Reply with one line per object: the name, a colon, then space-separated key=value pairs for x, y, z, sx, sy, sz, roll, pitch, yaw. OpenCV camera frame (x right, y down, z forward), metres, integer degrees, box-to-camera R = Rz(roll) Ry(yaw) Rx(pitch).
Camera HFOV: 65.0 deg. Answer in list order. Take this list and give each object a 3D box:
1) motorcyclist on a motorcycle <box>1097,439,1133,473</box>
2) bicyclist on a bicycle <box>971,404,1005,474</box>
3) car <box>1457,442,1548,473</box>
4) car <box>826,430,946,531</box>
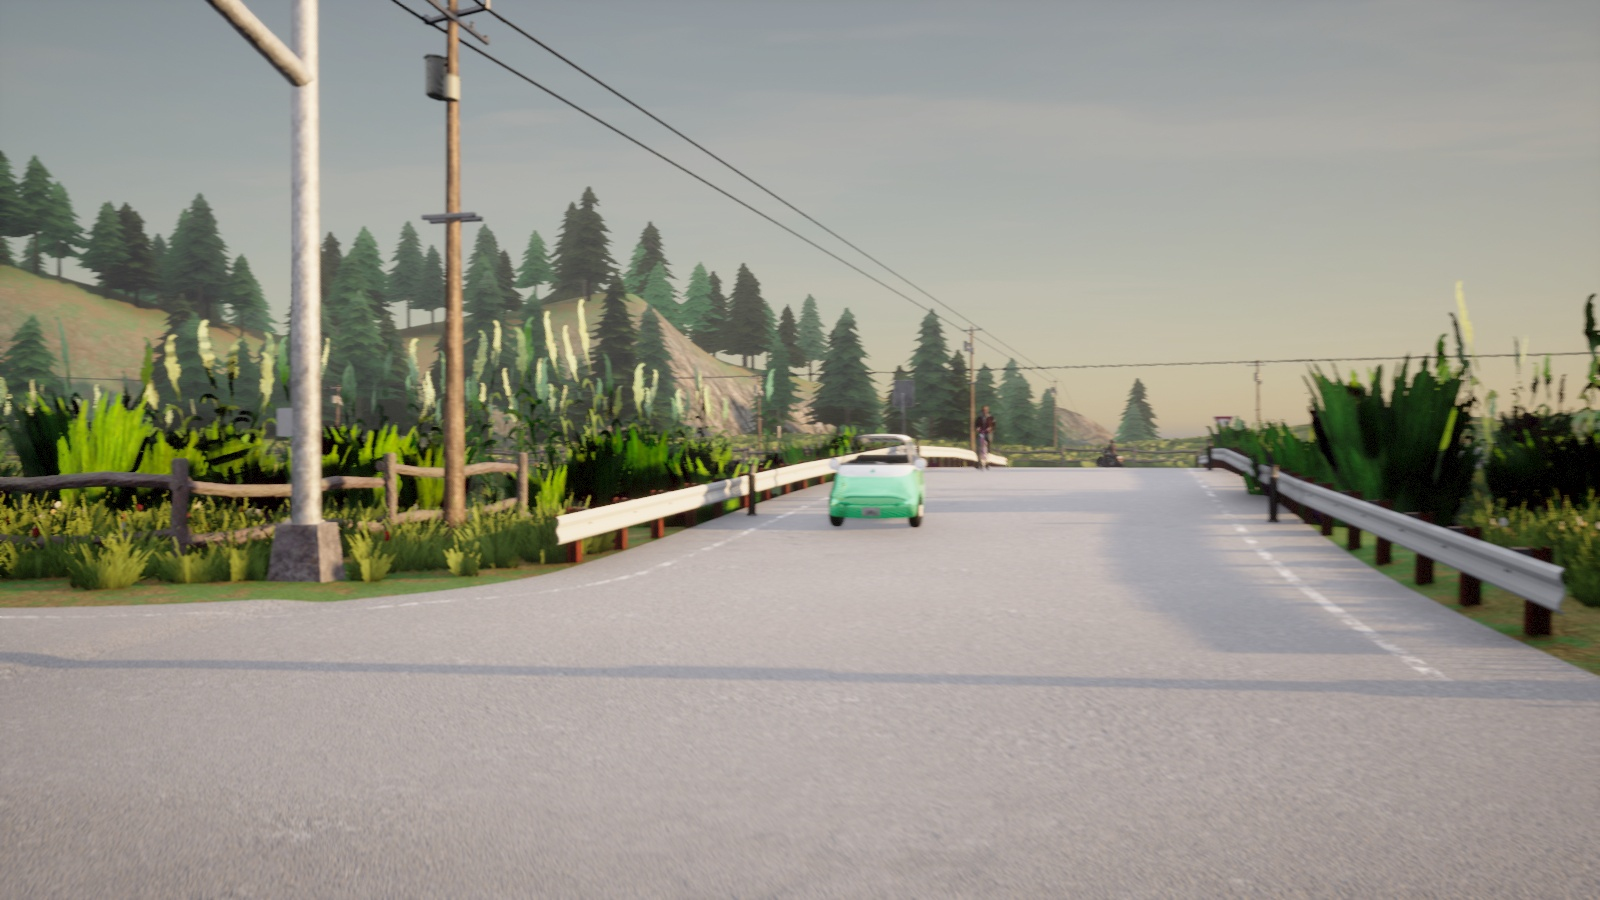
motorcyclist on a motorcycle: x=16.063 y=0.301 z=64.143 sx=0.766 sy=1.649 sz=2.350 roll=-1 pitch=0 yaw=-13
bicyclist on a bicycle: x=4.927 y=-0.284 z=32.815 sx=0.659 sy=1.776 sz=1.843 roll=0 pitch=1 yaw=16
car: x=35.145 y=0.371 z=62.911 sx=3.633 sy=1.501 sz=1.845 roll=0 pitch=0 yaw=14
car: x=1.379 y=0.426 z=19.506 sx=1.481 sy=1.376 sz=2.207 roll=0 pitch=3 yaw=14
